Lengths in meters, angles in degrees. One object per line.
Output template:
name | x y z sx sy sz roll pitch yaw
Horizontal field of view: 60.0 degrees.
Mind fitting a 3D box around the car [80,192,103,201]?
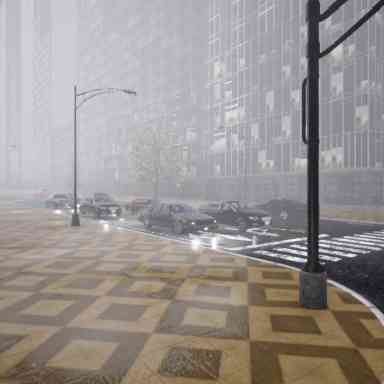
car | -16.036 0.653 53.071 1.895 1.301 4.718 0 1 -38

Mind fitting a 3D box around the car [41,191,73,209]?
car | -13.384 0.903 33.530 1.812 1.442 4.674 0 1 -38

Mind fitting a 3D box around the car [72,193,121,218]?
car | -7.050 1.057 25.428 2.128 1.511 4.902 0 1 -38

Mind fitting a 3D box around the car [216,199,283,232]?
car | 2.308 1.255 18.771 2.128 1.511 4.902 0 1 -38

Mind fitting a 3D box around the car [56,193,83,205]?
car | -15.293 0.803 41.293 1.994 1.385 4.181 0 1 -38

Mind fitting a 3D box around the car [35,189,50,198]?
car | -28.480 0.112 63.730 2.097 1.767 4.553 0 1 -38

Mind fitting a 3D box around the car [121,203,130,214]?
car | -3.417 1.195 26.062 1.895 1.301 4.718 0 1 -38

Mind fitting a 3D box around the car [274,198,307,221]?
car | 6.240 1.223 24.537 1.837 1.490 4.892 0 1 -38

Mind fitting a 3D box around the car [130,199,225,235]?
car | -0.975 1.293 17.687 2.033 1.411 5.357 0 1 -38
